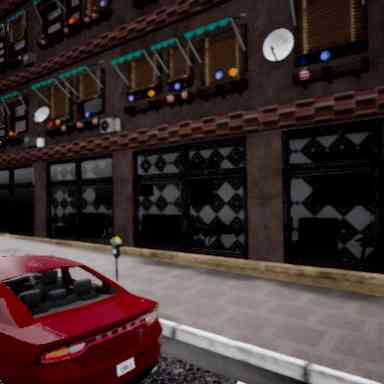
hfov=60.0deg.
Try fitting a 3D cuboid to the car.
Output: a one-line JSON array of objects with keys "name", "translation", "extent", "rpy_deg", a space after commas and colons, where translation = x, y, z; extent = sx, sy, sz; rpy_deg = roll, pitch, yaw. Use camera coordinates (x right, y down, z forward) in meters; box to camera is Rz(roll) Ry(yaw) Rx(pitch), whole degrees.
[{"name": "car", "translation": [-2.447, 1.531, 4.490], "extent": [4.507, 1.381, 1.887], "rpy_deg": [0, -1, 36]}]
